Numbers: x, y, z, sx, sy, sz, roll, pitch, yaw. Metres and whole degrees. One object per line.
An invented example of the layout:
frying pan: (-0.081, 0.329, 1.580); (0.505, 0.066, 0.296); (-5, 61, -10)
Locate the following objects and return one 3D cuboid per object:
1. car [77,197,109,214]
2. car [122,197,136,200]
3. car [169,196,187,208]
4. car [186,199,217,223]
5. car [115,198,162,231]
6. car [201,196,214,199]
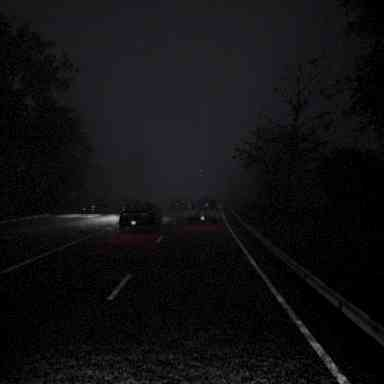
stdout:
car: (-9.447, 1.276, 32.070); (1.837, 1.490, 4.892); (0, 0, 4)
car: (-5.951, 1.265, 31.892); (2.128, 1.511, 4.902); (0, 0, 4)
car: (-1.603, 1.239, 40.872); (1.812, 1.442, 4.674); (0, 0, 4)
car: (0.806, 1.432, 24.139); (1.895, 1.301, 4.718); (0, 0, 3)
car: (-2.914, 1.353, 19.588); (2.128, 1.511, 4.902); (0, 0, 2)
car: (1.951, 1.218, 41.356); (1.837, 1.490, 4.892); (0, 1, 4)
